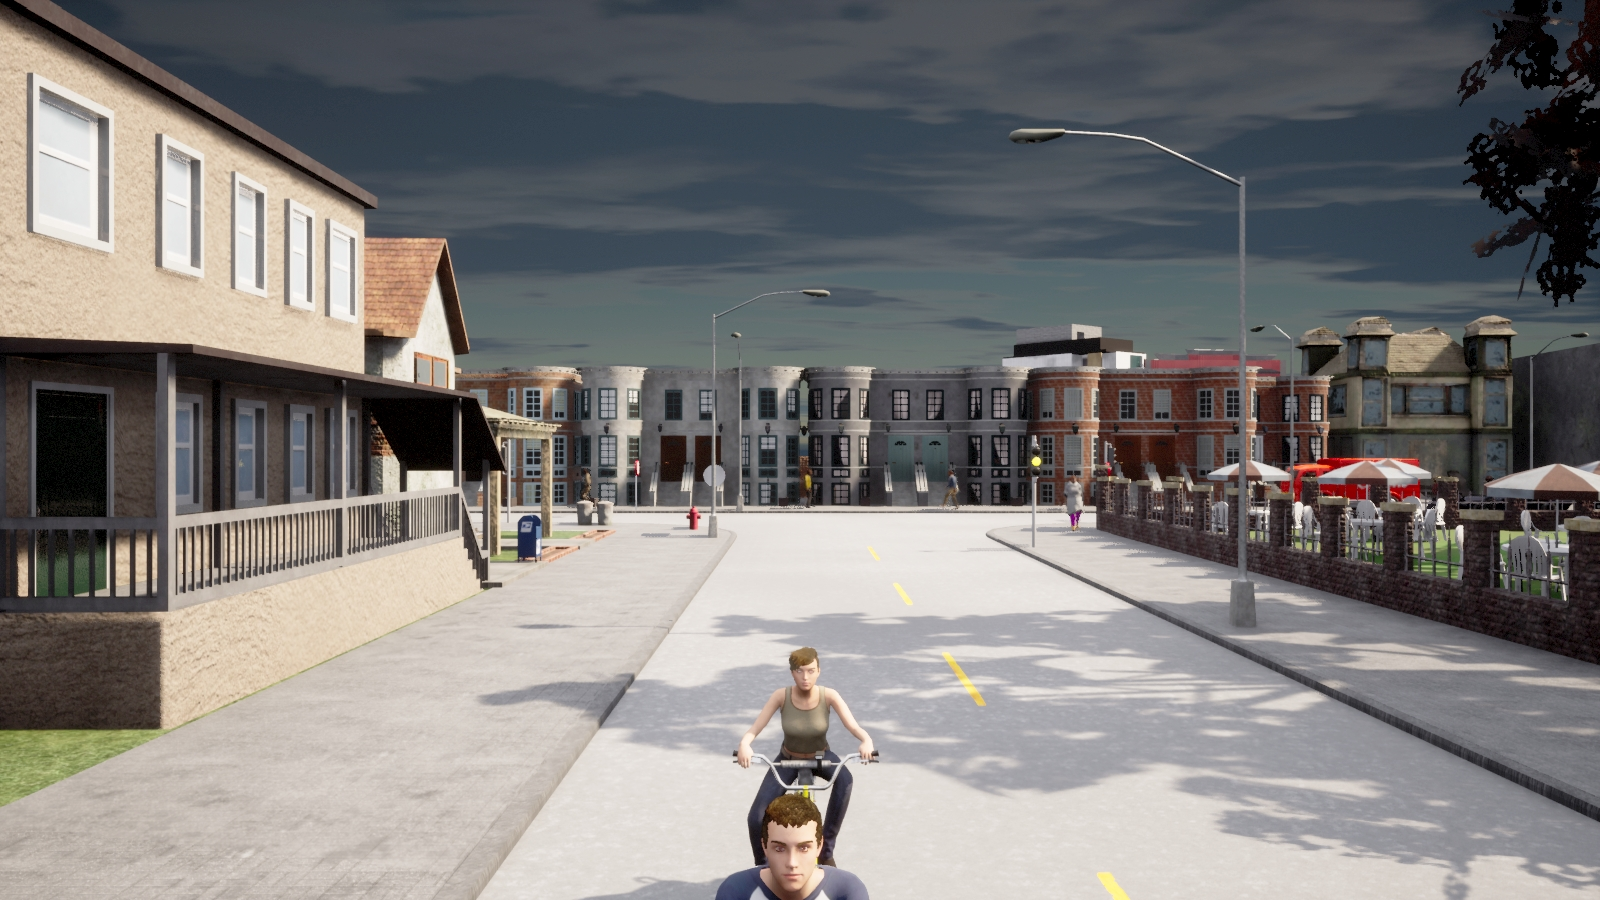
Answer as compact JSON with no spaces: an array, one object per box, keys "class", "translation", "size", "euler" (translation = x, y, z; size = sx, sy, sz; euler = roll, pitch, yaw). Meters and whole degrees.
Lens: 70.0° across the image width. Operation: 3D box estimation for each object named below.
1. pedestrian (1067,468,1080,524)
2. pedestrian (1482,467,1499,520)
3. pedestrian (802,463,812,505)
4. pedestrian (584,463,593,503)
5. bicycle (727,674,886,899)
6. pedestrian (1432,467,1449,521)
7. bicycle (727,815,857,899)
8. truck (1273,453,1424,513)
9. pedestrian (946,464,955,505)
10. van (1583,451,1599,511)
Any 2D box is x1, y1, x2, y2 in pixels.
[{"class":"pedestrian","translation":[9.116,1.531,38.033],"size":[0.375,1.860,0.375],"euler":[0,0,7]},{"class":"pedestrian","translation":[24.484,1.542,40.530],"size":[0.375,1.860,0.375],"euler":[0,0,3]},{"class":"pedestrian","translation":[0.318,1.546,52.061],"size":[0.375,1.860,0.375],"euler":[0,0,7]},{"class":"pedestrian","translation":[-9.853,1.546,53.166],"size":[0.375,1.860,0.375],"euler":[0,0,-1]},{"class":"bicycle","translation":[0.033,2.040,6.906],"size":[0.859,1.080,1.487],"euler":[0,0,0]},{"class":"pedestrian","translation":[22.480,1.532,40.086],"size":[0.375,1.860,0.375],"euler":[0,0,0]},{"class":"bicycle","translation":[-0.022,1.938,3.212],"size":[0.373,1.296,1.643],"euler":[0,0,0]},{"class":"truck","translation":[23.374,1.365,48.875],"size":[5.204,2.467,2.627],"euler":[0,0,0]},{"class":"pedestrian","translation":[6.757,1.547,51.257],"size":[0.375,1.860,0.375],"euler":[0,0,10]},{"class":"van","translation":[37.194,1.334,48.909],"size":[5.915,2.561,1.988],"euler":[0,0,1]}]
